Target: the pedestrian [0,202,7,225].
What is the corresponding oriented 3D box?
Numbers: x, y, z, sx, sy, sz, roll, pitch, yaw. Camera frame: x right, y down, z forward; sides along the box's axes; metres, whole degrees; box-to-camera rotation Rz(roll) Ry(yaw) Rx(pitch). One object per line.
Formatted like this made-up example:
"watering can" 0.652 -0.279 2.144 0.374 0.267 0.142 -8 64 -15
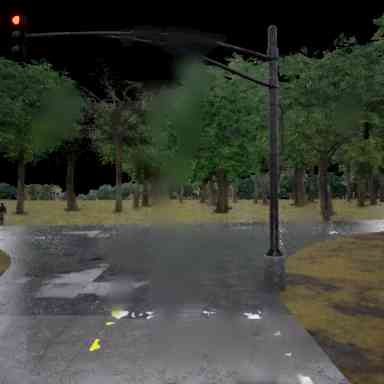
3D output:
"pedestrian" -15.235 1.717 26.785 0.375 1.860 0.375 0 -1 0
